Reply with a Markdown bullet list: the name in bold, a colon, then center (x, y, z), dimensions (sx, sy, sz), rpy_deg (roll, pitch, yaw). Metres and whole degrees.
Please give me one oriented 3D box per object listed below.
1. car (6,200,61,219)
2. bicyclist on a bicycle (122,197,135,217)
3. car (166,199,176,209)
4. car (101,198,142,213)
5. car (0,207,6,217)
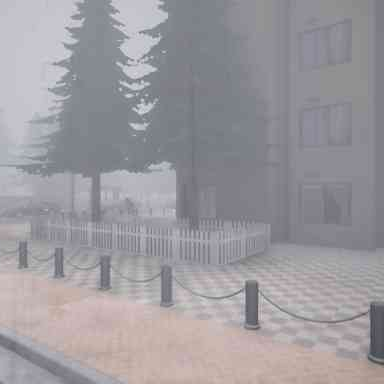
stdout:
- **car**: center (-13.914, 1.476, 28.872), dimensions (2.128, 1.511, 4.902), rpy_deg (0, 0, 37)
- **bicyclist on a bicycle**: center (-5.309, 1.285, 27.828), dimensions (1.656, 1.620, 0.582), rpy_deg (0, 0, 37)
- **car**: center (-1.574, 1.510, 45.053), dimensions (1.812, 1.442, 4.674), rpy_deg (0, 0, 37)
- **car**: center (-7.788, 1.462, 36.924), dimensions (1.882, 1.535, 5.008), rpy_deg (0, 0, 37)
- **car**: center (-14.999, 1.336, 21.329), dimensions (2.097, 1.767, 4.553), rpy_deg (0, 0, 37)
